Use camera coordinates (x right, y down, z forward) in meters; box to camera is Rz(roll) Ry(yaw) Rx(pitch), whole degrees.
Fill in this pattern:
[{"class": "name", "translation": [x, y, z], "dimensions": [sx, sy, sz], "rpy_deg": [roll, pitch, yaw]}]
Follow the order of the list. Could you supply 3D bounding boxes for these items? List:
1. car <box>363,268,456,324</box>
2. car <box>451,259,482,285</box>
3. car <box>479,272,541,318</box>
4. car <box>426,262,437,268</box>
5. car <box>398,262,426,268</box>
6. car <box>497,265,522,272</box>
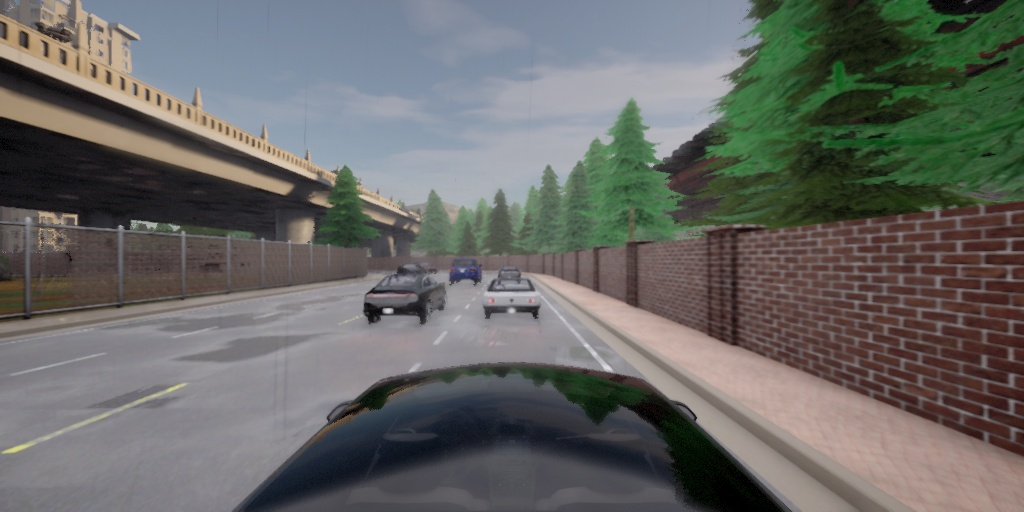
[{"class": "car", "translation": [-3.518, 1.359, 12.568], "dimensions": [2.128, 1.511, 4.902], "rpy_deg": [0, 0, 0]}, {"class": "car", "translation": [-3.689, 1.235, 29.197], "dimensions": [2.150, 2.045, 5.566], "rpy_deg": [0, -1, 0]}, {"class": "car", "translation": [-0.022, 1.456, 13.505], "dimensions": [1.895, 1.301, 4.718], "rpy_deg": [0, 0, 0]}, {"class": "car", "translation": [-11.879, 1.580, 48.126], "dimensions": [4.553, 1.767, 2.097], "rpy_deg": [-1, 0, 42]}, {"class": "car", "translation": [-12.219, 1.660, 42.709], "dimensions": [1.882, 1.535, 5.008], "rpy_deg": [1, -1, -31]}, {"class": "car", "translation": [-0.200, 1.495, 30.185], "dimensions": [2.128, 1.511, 4.902], "rpy_deg": [0, 0, 0]}]
